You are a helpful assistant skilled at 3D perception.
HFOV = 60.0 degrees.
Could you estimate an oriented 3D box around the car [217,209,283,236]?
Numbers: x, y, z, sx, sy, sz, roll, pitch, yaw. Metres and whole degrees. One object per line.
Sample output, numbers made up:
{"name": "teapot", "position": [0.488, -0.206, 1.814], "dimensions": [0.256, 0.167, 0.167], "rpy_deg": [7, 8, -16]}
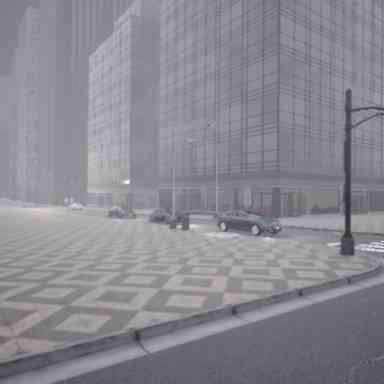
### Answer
{"name": "car", "position": [3.607, 1.906, 21.438], "dimensions": [1.837, 1.490, 4.892], "rpy_deg": [1, -1, -36]}

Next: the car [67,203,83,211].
{"name": "car", "position": [-21.493, 2.697, 61.454], "dimensions": [1.812, 1.442, 4.674], "rpy_deg": [1, -1, -36]}

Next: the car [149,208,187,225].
{"name": "car", "position": [-2.062, 2.112, 29.235], "dimensions": [1.994, 1.385, 4.181], "rpy_deg": [1, -1, -37]}

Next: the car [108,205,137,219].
{"name": "car", "position": [-7.915, 2.226, 37.322], "dimensions": [1.812, 1.442, 4.674], "rpy_deg": [1, -1, -36]}
